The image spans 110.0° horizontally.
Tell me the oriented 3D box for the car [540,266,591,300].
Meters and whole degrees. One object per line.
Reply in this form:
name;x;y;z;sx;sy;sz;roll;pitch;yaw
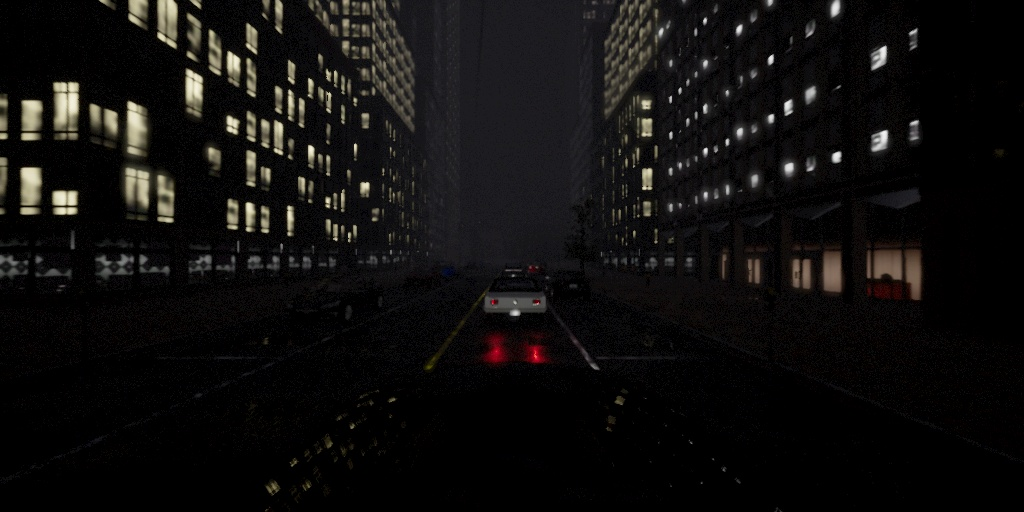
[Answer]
car;2.688;1.357;17.735;1.948;1.339;4.313;0;0;0

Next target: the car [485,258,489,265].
car;-5.697;1.458;63.285;1.948;1.339;4.313;0;0;0

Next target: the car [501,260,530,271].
car;0.097;1.312;29.994;2.128;1.511;4.902;0;0;0

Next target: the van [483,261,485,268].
van;-5.697;1.221;57.593;1.690;1.789;3.998;0;0;0

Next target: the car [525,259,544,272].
car;2.686;1.285;40.502;1.967;1.591;4.097;0;0;0

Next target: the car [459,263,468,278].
car;-5.694;1.414;34.824;1.802;1.307;4.207;0;0;0

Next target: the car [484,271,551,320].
car;0.099;1.379;12.680;1.895;1.301;4.718;0;0;0

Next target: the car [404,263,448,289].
car;-5.693;1.350;23.439;1.888;1.381;4.507;0;0;0

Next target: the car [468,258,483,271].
car;-5.696;1.309;51.900;1.967;1.591;4.097;0;0;0

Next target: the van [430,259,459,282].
van;-5.694;1.159;29.132;1.690;1.789;3.998;0;0;0

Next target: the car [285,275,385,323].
car;-5.692;1.327;12.054;2.007;1.370;4.403;0;0;0
